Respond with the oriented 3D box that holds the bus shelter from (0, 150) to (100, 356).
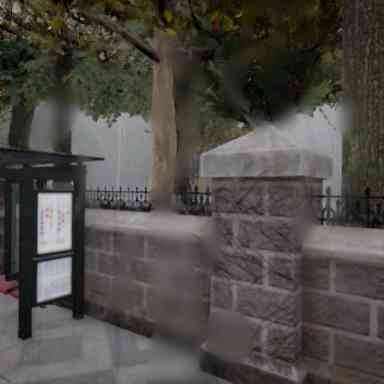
[{"bbox_3d":[-3.734,0.782,6.088,3.880,2.740,1.920,1,1,36],"label":"bus shelter"}]
